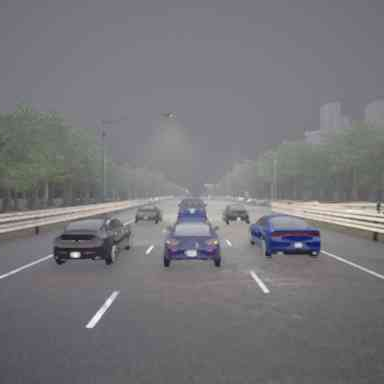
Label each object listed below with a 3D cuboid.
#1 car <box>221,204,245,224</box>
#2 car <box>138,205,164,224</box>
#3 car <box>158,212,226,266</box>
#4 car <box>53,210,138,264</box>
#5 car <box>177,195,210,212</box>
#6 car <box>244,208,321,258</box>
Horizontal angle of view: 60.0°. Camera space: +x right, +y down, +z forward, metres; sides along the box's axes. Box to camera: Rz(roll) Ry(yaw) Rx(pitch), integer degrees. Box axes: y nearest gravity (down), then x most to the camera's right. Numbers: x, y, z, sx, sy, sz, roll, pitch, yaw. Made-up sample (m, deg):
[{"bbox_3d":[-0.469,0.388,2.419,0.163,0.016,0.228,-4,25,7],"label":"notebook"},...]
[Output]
[{"bbox_3d":[3.540,1.781,27.339,1.837,1.490,4.892,0,0,0],"label":"car"},{"bbox_3d":[-3.460,1.768,27.344,2.128,1.511,4.902,0,0,0],"label":"car"},{"bbox_3d":[0.038,1.653,11.927,1.812,1.442,4.674,0,-1,1],"label":"car"},{"bbox_3d":[-3.458,1.637,12.348,1.837,1.490,4.892,0,0,0],"label":"car"},{"bbox_3d":[0.030,1.489,26.218,2.150,2.045,5.566,0,0,0],"label":"car"},{"bbox_3d":[3.552,1.620,13.504,1.882,1.535,5.008,0,0,0],"label":"car"}]
